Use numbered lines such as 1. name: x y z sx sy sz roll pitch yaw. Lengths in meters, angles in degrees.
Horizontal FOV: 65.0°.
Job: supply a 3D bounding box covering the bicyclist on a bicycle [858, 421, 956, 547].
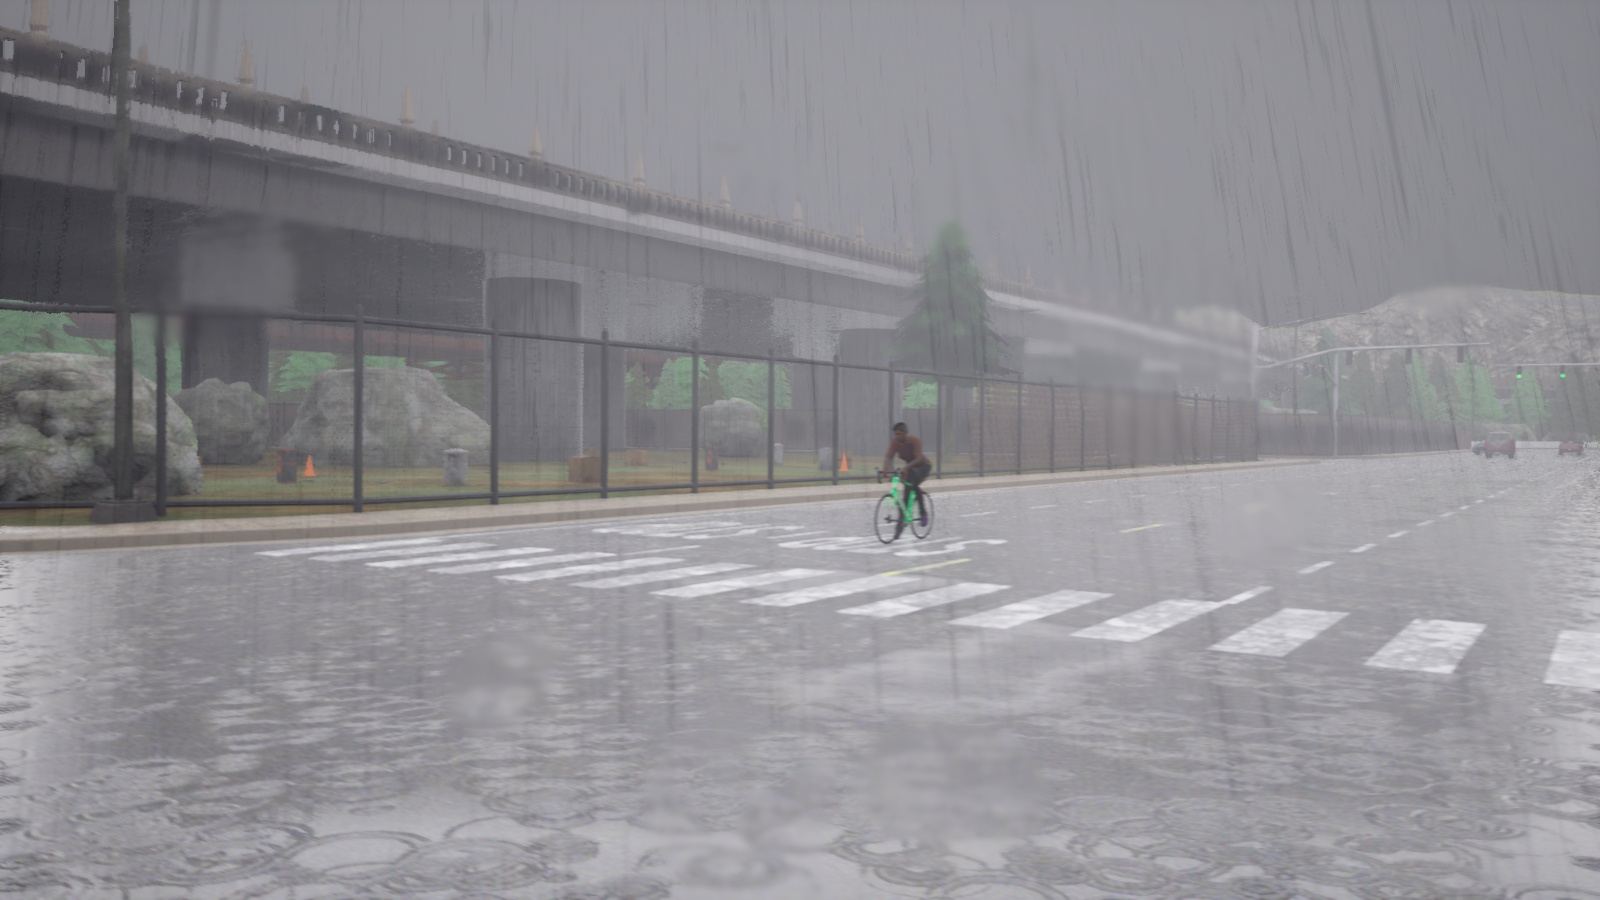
1. bicyclist on a bicycle: 1.474 0.425 17.003 0.582 1.620 1.656 0 1 33
